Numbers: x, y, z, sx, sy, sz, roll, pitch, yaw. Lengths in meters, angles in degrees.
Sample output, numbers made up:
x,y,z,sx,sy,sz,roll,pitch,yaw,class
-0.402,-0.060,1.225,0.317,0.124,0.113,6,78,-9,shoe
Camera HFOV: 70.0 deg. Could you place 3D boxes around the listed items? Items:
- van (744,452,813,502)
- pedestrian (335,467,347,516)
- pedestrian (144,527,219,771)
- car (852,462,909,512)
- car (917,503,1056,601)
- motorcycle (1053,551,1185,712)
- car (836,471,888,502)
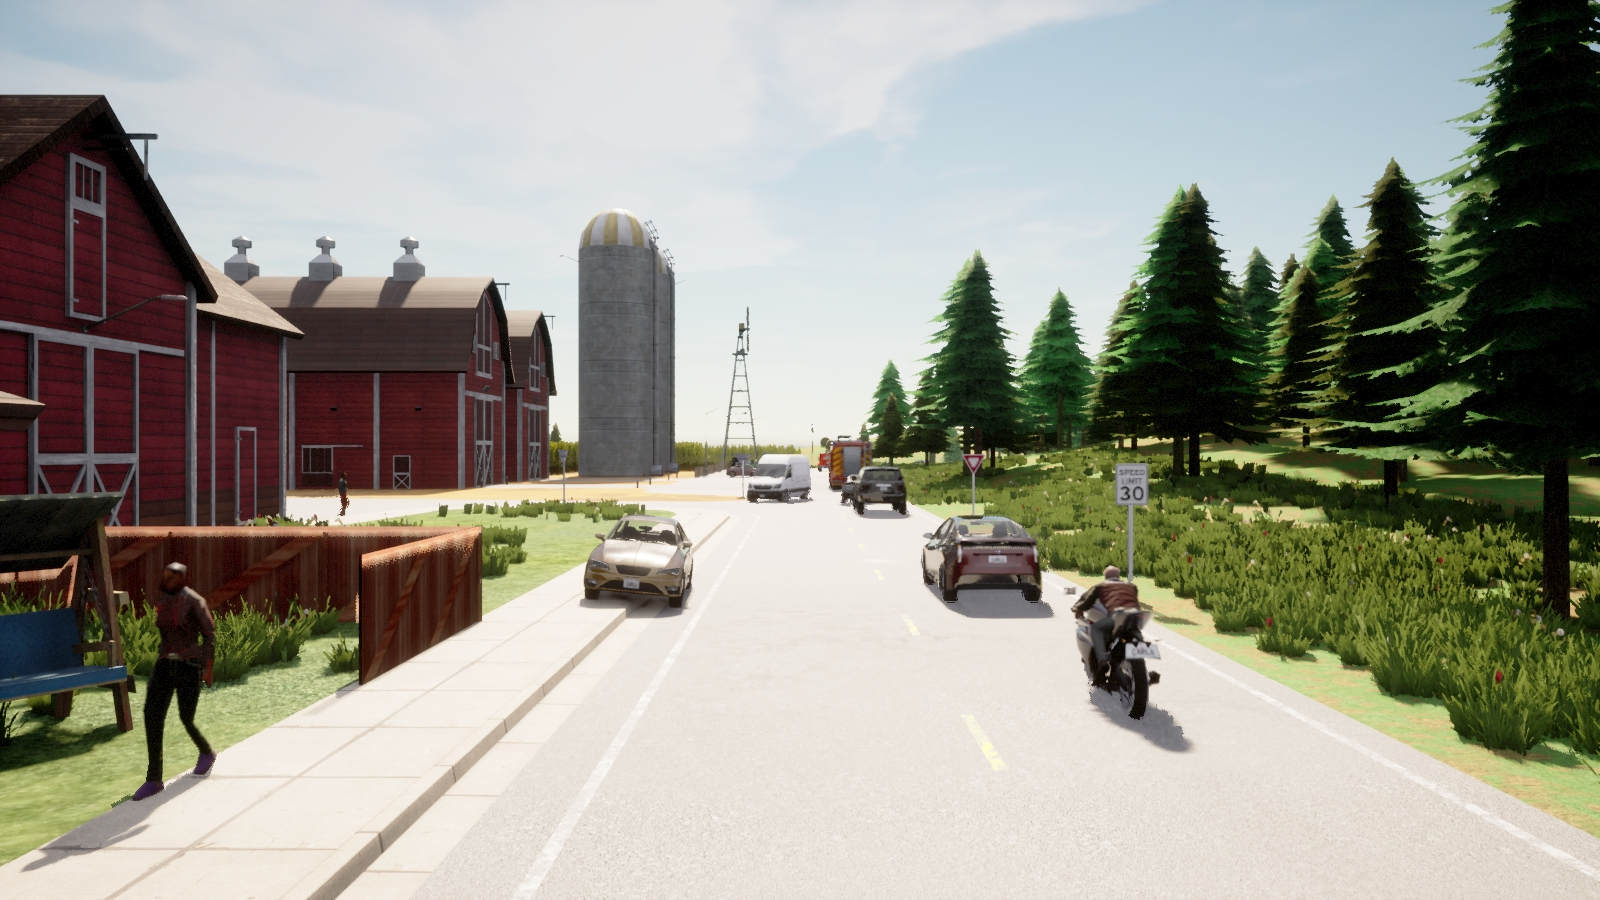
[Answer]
x,y,z,sx,sy,sz,roll,pitch,yaw,class
-1.102,1.393,62.395,1.988,2.561,5.915,1,0,18,van
-17.821,1.612,44.381,0.375,1.860,0.375,0,0,-11,pedestrian
-4.895,1.555,9.054,0.375,1.860,0.375,0,0,8,pedestrian
3.553,1.618,51.470,2.150,2.045,5.566,1,0,0,car
3.523,1.900,22.462,2.007,1.525,4.514,0,0,0,car
3.519,1.961,12.823,0.867,1.460,2.209,0,0,0,motorcycle
3.357,1.907,60.951,2.128,1.511,4.902,0,0,11,car
